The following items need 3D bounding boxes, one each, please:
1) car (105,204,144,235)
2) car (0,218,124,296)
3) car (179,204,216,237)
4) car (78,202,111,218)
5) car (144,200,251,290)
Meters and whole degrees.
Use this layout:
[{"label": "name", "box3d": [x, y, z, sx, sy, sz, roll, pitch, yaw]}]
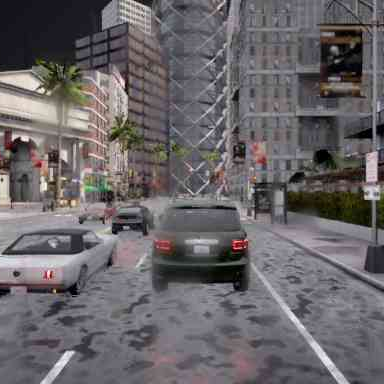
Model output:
[{"label": "car", "box3d": [-3.200, 1.505, 18.744, 1.837, 1.490, 4.892, 0, 0, 1]}, {"label": "car", "box3d": [-3.298, 1.601, 8.615, 1.895, 1.301, 4.718, 0, 0, 0]}, {"label": "car", "box3d": [0.300, 1.505, 19.048, 1.837, 1.490, 4.892, 0, 0, 1]}, {"label": "car", "box3d": [-6.744, 1.443, 24.297, 1.812, 1.442, 4.674, 0, 0, 1]}, {"label": "car", "box3d": [0.200, 1.221, 9.188, 2.150, 2.045, 5.566, 0, 0, 0]}]
